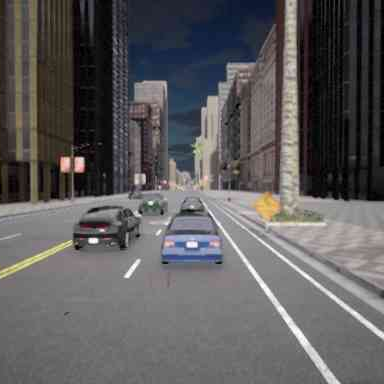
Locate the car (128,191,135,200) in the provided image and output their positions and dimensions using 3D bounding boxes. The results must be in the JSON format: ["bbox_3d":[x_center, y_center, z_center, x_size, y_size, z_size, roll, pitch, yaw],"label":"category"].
[{"bbox_3d":[-9.819,0.616,57.644,1.837,1.490,4.892,0,1,0],"label":"car"}]

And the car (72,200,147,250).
[{"bbox_3d":[-3.210,1.296,13.318,1.837,1.490,4.892,0,1,1],"label":"car"}]

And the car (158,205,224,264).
[{"bbox_3d":[0.018,1.372,11.120,2.033,1.411,5.357,0,1,0],"label":"car"}]

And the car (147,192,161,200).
[{"bbox_3d":[-6.570,0.712,57.671,1.895,1.301,4.718,0,1,1],"label":"car"}]

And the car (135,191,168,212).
[{"bbox_3d":[-3.213,0.910,28.198,2.097,1.767,4.553,0,1,1],"label":"car"}]

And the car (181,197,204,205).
[{"bbox_3d":[0.041,1.119,28.513,1.994,1.385,4.181,0,1,0],"label":"car"}]

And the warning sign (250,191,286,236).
[{"bbox_3d":[3.225,0.891,14.284,1.300,1.860,1.060,0,1,0],"label":"warning sign"}]
